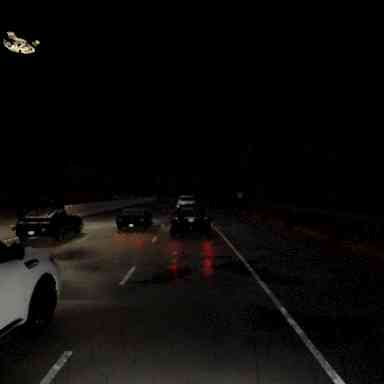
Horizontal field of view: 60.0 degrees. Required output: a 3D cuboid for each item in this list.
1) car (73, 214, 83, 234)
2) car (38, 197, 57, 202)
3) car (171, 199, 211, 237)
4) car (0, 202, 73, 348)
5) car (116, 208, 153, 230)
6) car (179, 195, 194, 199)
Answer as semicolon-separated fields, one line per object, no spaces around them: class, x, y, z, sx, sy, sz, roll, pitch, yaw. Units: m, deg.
car;-7.047;1.578;16.916;2.128;1.511;4.902;0;0;-1
car;-18.296;1.393;42.161;1.812;1.442;4.674;0;0;-1
car;-0.097;1.448;18.786;2.097;1.767;4.553;0;0;-1
car;-3.398;1.240;3.562;2.150;2.045;5.566;0;0;0
car;-3.677;1.713;22.004;1.895;1.301;4.718;0;0;-2
car;-0.621;1.422;39.163;2.150;2.045;5.566;0;0;-1
